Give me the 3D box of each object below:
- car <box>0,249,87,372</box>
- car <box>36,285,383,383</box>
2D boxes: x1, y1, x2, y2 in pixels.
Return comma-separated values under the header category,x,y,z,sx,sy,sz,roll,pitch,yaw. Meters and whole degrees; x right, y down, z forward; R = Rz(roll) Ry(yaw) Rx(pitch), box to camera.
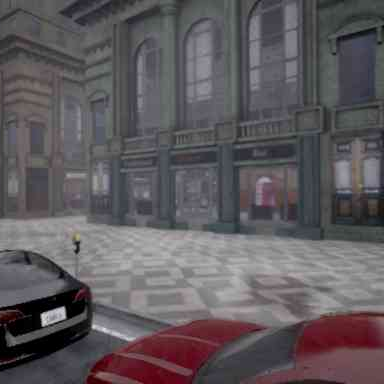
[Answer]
category,x,y,z,sx,sy,sz,roll,pitch,yaw
car,-3.438,1.629,5.412,4.313,1.339,1.947,-1,0,35
car,1.150,1.547,2.140,4.507,1.381,1.887,-1,0,35
